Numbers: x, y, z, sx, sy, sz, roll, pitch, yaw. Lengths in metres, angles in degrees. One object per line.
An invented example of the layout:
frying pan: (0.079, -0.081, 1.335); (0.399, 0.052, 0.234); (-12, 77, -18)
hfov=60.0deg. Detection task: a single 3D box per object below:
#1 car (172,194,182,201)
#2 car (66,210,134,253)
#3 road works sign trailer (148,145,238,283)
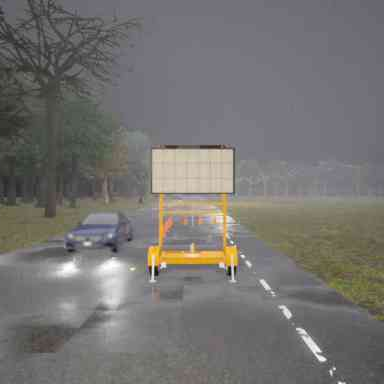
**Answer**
car: (-3.333, 1.041, 75.435); (2.097, 1.767, 4.553); (0, 0, 0)
car: (-3.569, 1.511, 13.701); (1.812, 1.442, 4.674); (0, 0, 0)
road works sign trailer: (0.021, 0.458, 9.664); (2.380, 3.560, 2.880); (0, 0, 0)
